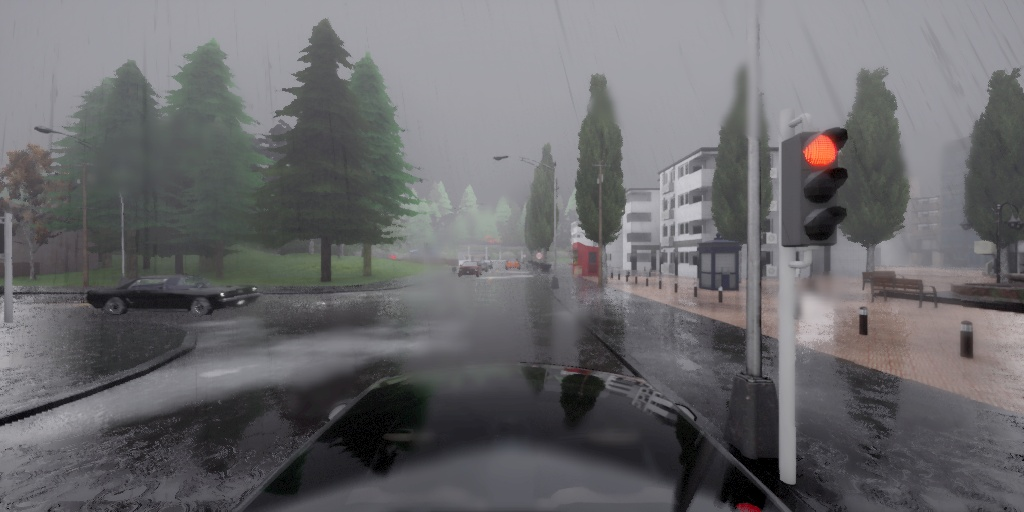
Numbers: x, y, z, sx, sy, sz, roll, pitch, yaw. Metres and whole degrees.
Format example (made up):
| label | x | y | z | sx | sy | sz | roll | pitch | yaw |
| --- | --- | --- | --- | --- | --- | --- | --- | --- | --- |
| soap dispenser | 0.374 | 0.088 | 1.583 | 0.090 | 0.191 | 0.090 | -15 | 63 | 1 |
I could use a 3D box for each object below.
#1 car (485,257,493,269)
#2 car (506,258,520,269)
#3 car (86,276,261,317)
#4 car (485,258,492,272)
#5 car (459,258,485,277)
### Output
| label | x | y | z | sx | sy | sz | roll | pitch | yaw |
| --- | --- | --- | --- | --- | --- | --- | --- | --- | --- |
| car | -4.012 | 1.275 | 55.753 | 1.812 | 1.442 | 4.674 | 0 | 0 | 0 |
| car | 0.156 | 1.102 | 56.652 | 2.097 | 1.767 | 4.553 | 0 | 0 | 0 |
| car | -11.703 | 1.351 | 12.650 | 4.718 | 1.301 | 1.895 | 0 | 0 | 1 |
| car | -4.060 | 1.313 | 45.626 | 1.994 | 1.385 | 4.181 | 0 | 0 | 0 |
| car | -4.078 | 1.227 | 35.706 | 1.882 | 1.535 | 5.008 | 0 | 0 | 0 |
